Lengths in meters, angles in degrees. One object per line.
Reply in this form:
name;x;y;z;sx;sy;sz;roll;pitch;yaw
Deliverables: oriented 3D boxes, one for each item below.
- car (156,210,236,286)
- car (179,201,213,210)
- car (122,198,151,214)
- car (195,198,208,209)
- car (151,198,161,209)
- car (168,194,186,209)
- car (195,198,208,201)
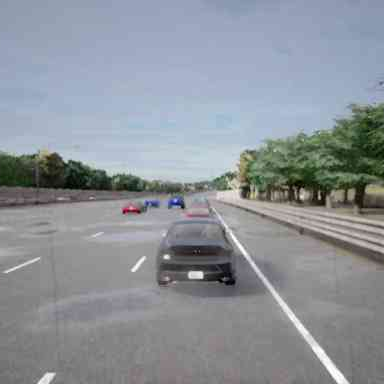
car;0.122;1.475;9.296;1.837;1.490;4.892;0;0;1
car;0.394;1.495;19.396;1.812;1.442;4.674;0;0;2
car;-6.006;1.586;35.301;1.994;1.385;4.181;0;0;3
car;1.340;1.668;48.016;1.812;1.442;4.674;0;0;1
car;-5.663;1.583;47.853;1.882;1.535;5.008;0;0;1
car;-2.172;1.345;47.529;2.150;2.045;5.566;0;0;2
car;0.635;1.498;26.879;1.837;1.490;4.892;0;0;2
